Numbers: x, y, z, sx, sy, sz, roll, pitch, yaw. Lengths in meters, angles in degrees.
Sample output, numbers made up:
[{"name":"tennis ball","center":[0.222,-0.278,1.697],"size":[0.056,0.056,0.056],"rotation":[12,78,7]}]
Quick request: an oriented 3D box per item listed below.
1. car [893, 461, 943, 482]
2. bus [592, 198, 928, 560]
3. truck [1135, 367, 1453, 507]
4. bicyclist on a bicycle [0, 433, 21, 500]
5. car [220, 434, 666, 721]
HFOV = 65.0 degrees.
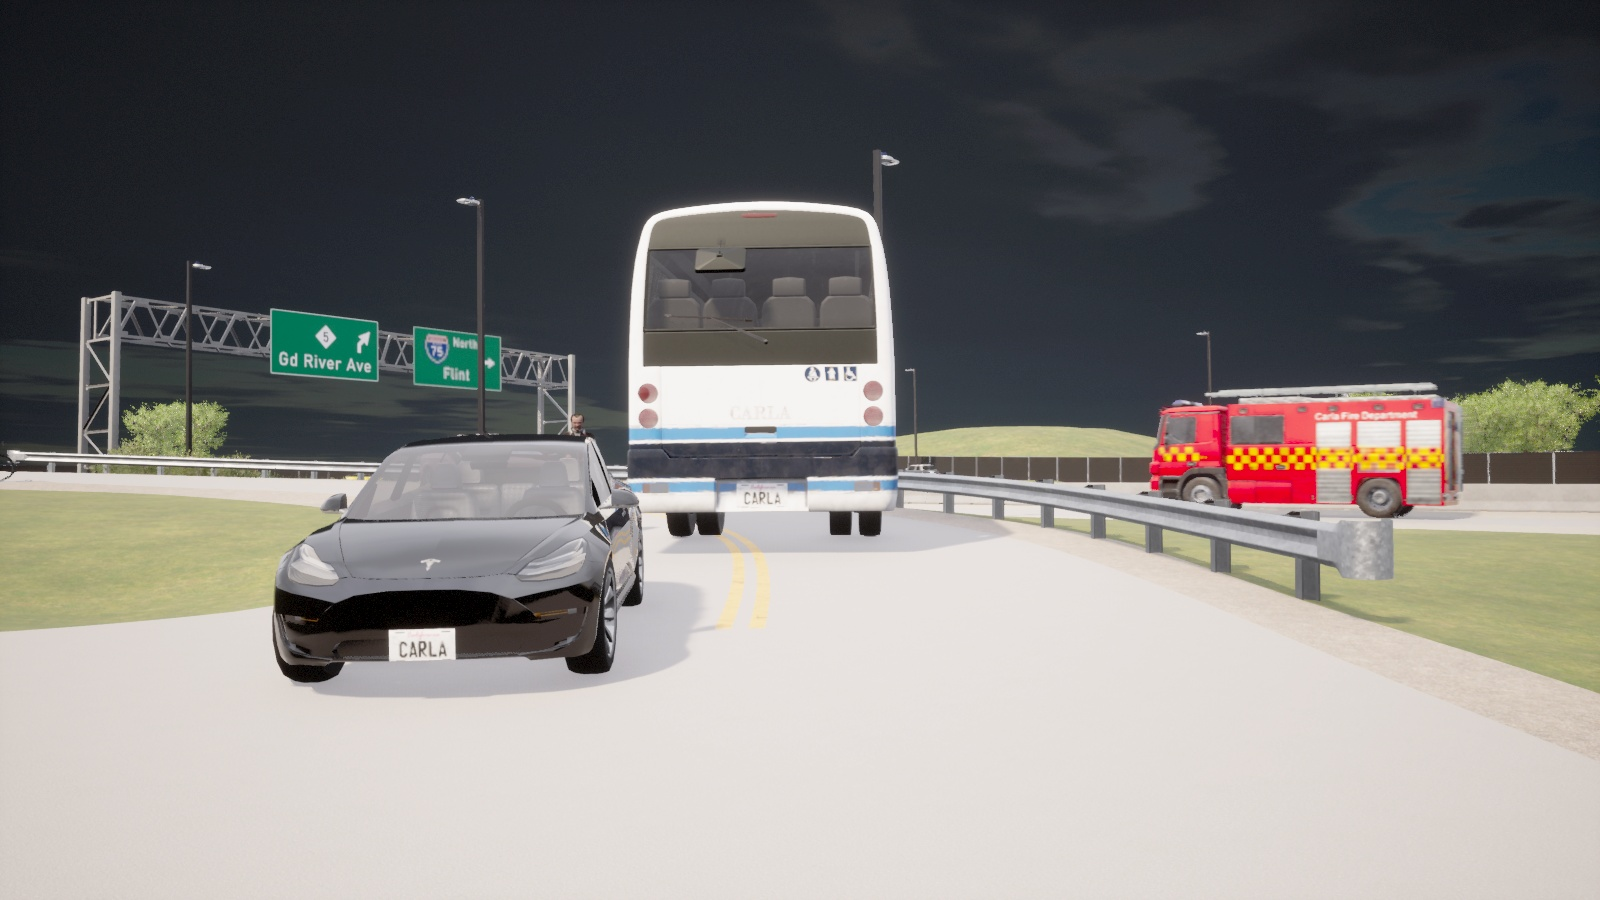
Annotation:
[{"name":"car","center":[8.871,1.612,94.650],"size":[1.970,1.475,3.806],"rotation":[-1,-1,-28]},{"name":"bus","center":[-0.288,-0.930,20.333],"size":[3.944,4.253,10.273],"rotation":[-2,1,2]},{"name":"truck","center":[14.834,-0.230,38.122],"size":[8.468,3.827,2.891],"rotation":[-2,-2,35]},{"name":"bicyclist on a bicycle","center":[-19.713,0.402,30.124],"size":[0.582,1.620,1.656],"rotation":[0,0,35]},{"name":"car","center":[-2.219,0.668,9.344],"size":[2.163,1.488,4.792],"rotation":[-2,1,-4]}]
